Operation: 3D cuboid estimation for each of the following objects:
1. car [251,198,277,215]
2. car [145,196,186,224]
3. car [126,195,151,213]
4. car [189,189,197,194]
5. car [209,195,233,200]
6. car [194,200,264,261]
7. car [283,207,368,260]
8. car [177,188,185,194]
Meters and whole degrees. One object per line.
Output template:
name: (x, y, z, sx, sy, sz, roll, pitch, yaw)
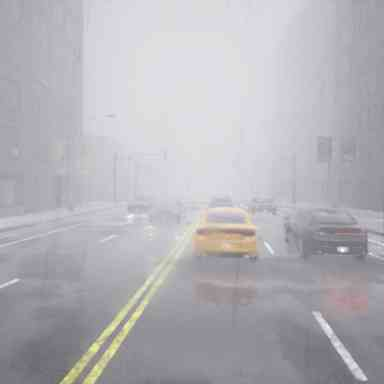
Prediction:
car: (5.687, 1.109, 27.387, 1.895, 1.301, 4.718, 0, 1, 4)
car: (-1.448, 1.115, 21.163, 1.812, 1.442, 4.674, 0, 1, 4)
car: (-4.137, 0.984, 28.770, 2.033, 1.411, 5.357, 0, 1, 4)
car: (0.305, -0.141, 89.522, 1.812, 1.442, 4.674, 0, 1, 0)
car: (2.487, 0.968, 28.324, 2.128, 1.511, 4.902, 0, 1, 4)
car: (1.163, 1.259, 11.537, 1.882, 1.535, 5.008, 0, 1, 6)
car: (4.440, 1.300, 11.666, 1.837, 1.490, 4.892, 0, 1, 6)
car: (-2.944, -0.204, 89.526, 1.882, 1.535, 5.008, 0, 1, 0)
